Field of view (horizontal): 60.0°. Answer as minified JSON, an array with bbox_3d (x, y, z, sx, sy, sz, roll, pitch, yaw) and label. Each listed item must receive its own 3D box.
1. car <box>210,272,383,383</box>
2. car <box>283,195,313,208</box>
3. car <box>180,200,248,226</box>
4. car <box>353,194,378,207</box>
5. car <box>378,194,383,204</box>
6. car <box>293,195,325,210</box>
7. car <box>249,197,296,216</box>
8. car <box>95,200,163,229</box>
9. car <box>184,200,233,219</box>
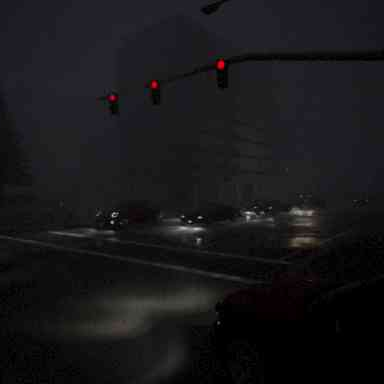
[{"bbox_3d":[2.344,1.436,2.983,1.882,1.535,5.008,-1,1,-43],"label":"car"},{"bbox_3d":[14.336,1.210,44.767,2.128,1.511,4.902,-1,0,39],"label":"car"},{"bbox_3d":[1.521,1.478,23.313,2.033,1.411,5.357,-1,0,39],"label":"car"},{"bbox_3d":[22.527,1.138,43.515,1.812,1.442,4.674,-1,0,39],"label":"car"},{"bbox_3d":[28.233,1.015,50.622,2.128,1.511,4.902,-1,0,39],"label":"car"},{"bbox_3d":[13.909,1.228,38.693,2.128,1.511,4.902,-1,0,39],"label":"car"},{"bbox_3d":[7.530,1.437,30.784,1.895,1.301,4.718,-1,0,39],"label":"car"},{"bbox_3d":[-4.085,1.359,21.928,2.097,1.767,4.553,-1,0,39],"label":"car"},{"bbox_3d":[1.553,1.445,28.919,1.812,1.442,4.674,-1,0,39],"label":"car"}]
